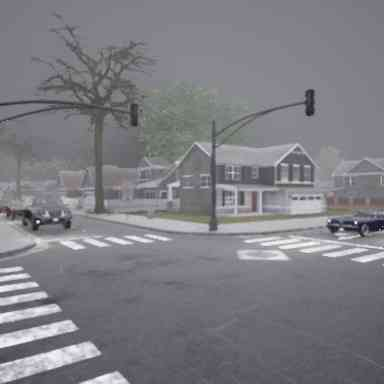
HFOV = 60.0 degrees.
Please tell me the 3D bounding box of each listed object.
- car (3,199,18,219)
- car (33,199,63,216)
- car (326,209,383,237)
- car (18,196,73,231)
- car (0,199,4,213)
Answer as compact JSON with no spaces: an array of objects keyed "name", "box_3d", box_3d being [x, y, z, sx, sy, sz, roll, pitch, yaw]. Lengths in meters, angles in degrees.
[{"name":"car","box_3d":[-15.290,1.532,29.731,1.882,1.535,5.008,0,0,-35]},{"name":"car","box_3d":[-15.043,1.540,34.494,1.882,1.535,5.008,0,0,-35]},{"name":"car","box_3d":[9.500,1.612,18.413,4.718,1.301,1.895,0,0,-35]},{"name":"car","box_3d":[-9.457,1.259,21.470,2.150,2.045,5.566,0,0,-35]},{"name":"car","box_3d":[-21.241,1.577,38.179,1.837,1.490,4.892,0,0,-35]}]
